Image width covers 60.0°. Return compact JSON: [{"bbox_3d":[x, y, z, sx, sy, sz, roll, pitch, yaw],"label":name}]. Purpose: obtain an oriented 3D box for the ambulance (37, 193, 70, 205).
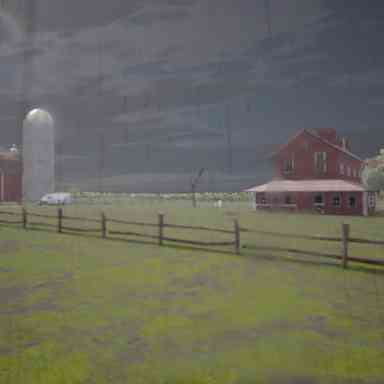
[{"bbox_3d":[-28.281,1.493,68.194,2.351,2.431,6.366,0,-1,35],"label":"ambulance"}]
